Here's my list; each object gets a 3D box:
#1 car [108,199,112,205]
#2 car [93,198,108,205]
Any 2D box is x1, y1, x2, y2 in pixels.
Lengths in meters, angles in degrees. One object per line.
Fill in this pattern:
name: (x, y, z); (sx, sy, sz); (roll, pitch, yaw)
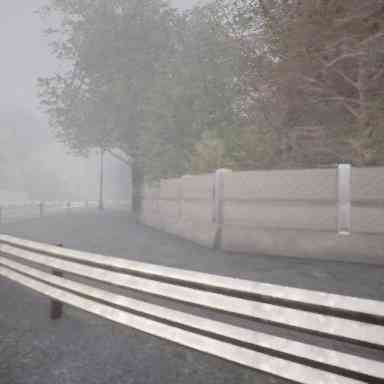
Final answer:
car: (-21.945, 2.459, 85.839); (1.882, 1.535, 5.008); (0, -1, -4)
car: (-21.191, 2.165, 75.555); (1.882, 1.535, 5.008); (0, -1, -4)
